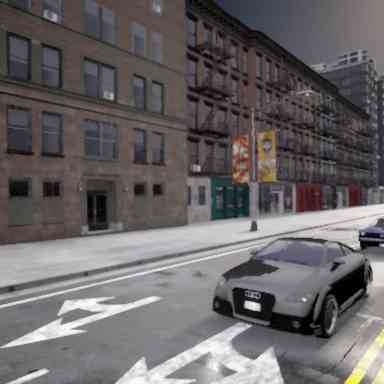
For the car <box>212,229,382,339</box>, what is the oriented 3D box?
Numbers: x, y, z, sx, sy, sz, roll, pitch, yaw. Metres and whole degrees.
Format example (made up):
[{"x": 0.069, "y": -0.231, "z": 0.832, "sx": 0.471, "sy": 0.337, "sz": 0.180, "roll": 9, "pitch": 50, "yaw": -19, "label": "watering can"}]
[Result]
[{"x": 2.259, "y": 1.649, "z": 6.853, "sx": 1.994, "sy": 1.385, "sz": 4.181, "roll": -1, "pitch": -1, "yaw": 41, "label": "car"}]

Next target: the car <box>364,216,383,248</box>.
[{"x": 8.726, "y": 1.738, "z": 14.351, "sx": 1.895, "sy": 1.301, "sz": 4.718, "roll": -1, "pitch": -1, "yaw": 41, "label": "car"}]
